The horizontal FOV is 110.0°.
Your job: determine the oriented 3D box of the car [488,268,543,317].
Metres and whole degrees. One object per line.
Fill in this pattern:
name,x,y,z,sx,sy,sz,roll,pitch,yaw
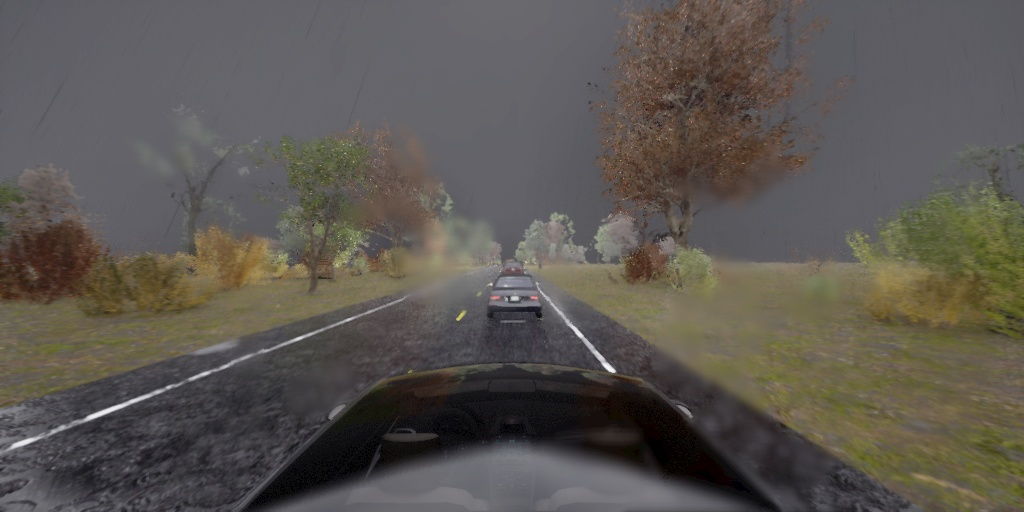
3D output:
car,0.102,1.360,13.454,2.033,1.411,5.357,0,0,0

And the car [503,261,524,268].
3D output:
car,0.112,1.320,36.463,2.097,1.767,4.553,0,-1,0
